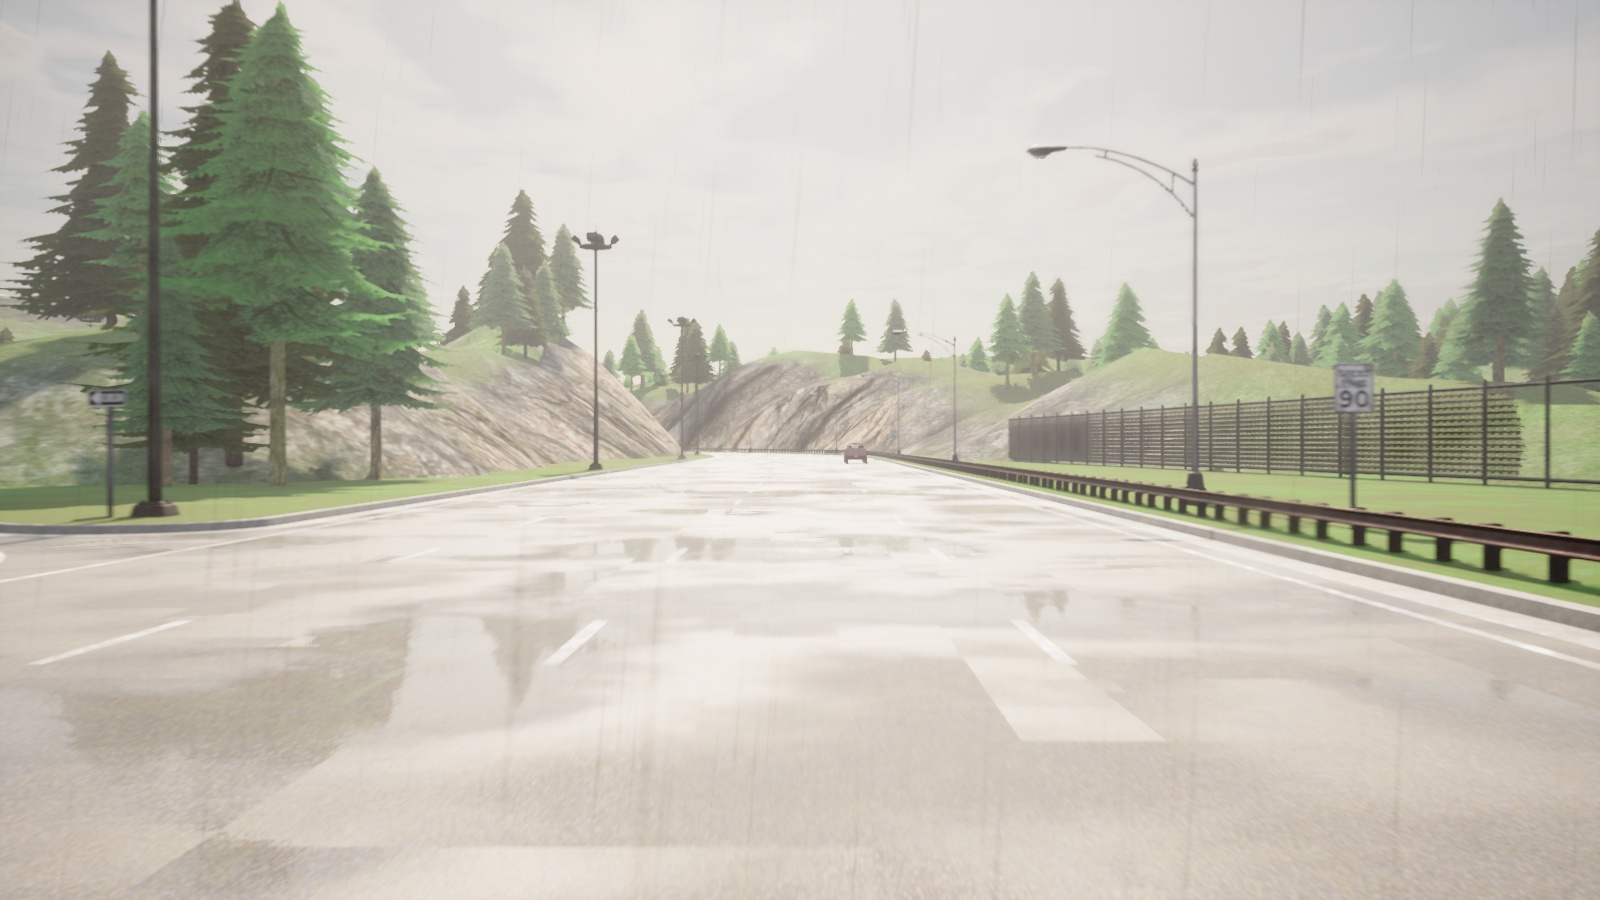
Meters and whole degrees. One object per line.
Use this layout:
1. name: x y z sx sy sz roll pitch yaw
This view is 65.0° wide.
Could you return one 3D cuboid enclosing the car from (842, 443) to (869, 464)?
1. car: 4.131 0.245 93.992 1.845 1.501 3.633 0 0 0
